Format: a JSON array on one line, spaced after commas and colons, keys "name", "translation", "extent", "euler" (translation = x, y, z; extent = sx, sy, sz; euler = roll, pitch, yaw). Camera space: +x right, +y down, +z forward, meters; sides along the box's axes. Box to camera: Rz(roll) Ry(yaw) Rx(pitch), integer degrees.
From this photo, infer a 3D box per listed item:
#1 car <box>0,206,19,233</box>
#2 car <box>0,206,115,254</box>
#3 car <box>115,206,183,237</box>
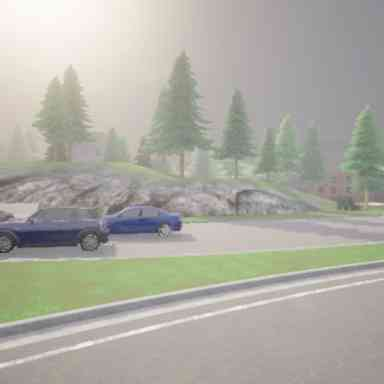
[{"name": "car", "translation": [-12.598, 1.555, 19.207], "extent": [4.181, 1.385, 1.994], "euler": [0, 0, -7]}, {"name": "car", "translation": [-5.562, 1.351, 13.168], "extent": [4.553, 1.767, 2.097], "euler": [0, 0, -10]}, {"name": "car", "translation": [-2.967, 1.485, 17.134], "extent": [5.008, 1.535, 1.882], "euler": [0, 0, -13]}]
